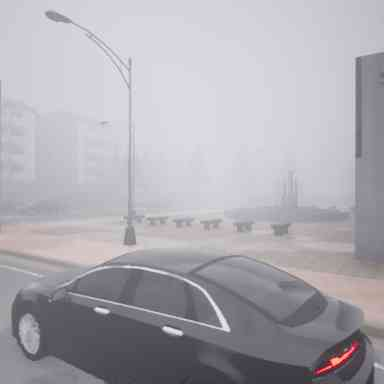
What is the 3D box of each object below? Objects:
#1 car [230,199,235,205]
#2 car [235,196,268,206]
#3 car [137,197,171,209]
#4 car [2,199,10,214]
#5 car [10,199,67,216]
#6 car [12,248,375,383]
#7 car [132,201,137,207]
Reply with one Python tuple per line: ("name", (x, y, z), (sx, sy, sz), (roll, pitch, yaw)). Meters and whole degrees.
("car", (8.931, 1.560, 58.277), (4.892, 1.490, 1.837), (0, 0, -21))
("car", (10.157, 1.528, 54.999), (4.902, 1.511, 2.128), (0, 0, -21))
("car", (-4.882, 1.564, 45.537), (4.181, 1.385, 1.994), (0, 0, -42))
("car", (-19.119, 1.491, 32.889), (2.128, 1.511, 4.902), (0, 0, 34))
("car", (-14.879, 1.504, 32.958), (1.837, 1.490, 4.892), (0, 0, 34))
("car", (-0.436, 1.506, 4.303), (4.892, 1.490, 1.837), (0, 0, 35))
("car", (-6.743, 1.526, 48.579), (4.674, 1.442, 1.812), (0, 0, -41))
